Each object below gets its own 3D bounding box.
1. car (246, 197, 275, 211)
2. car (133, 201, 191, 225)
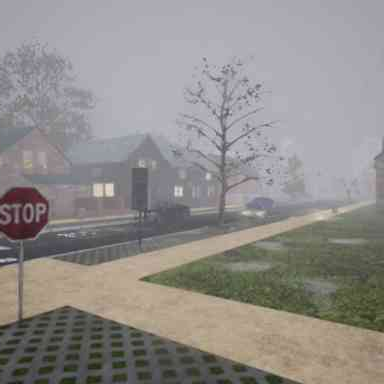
[{"bbox_3d":[7.864,1.264,37.847,1.882,1.535,5.008,1,1,34],"label":"car"},{"bbox_3d":[-1.980,1.369,23.108,2.128,1.511,4.902,1,1,34],"label":"car"}]
